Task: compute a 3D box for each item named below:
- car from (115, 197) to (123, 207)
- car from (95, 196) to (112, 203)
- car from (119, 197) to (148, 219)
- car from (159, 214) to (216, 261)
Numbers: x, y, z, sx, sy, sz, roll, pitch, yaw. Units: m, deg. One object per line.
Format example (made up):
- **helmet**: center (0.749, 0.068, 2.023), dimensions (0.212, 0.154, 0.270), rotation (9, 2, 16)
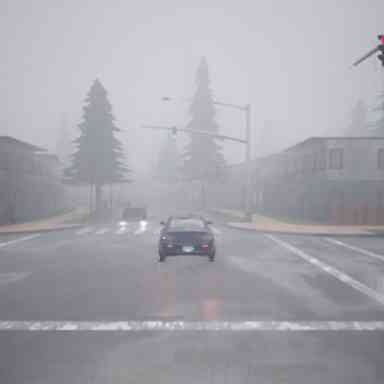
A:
- **car**: center (-9.891, 1.469, 48.286), dimensions (1.837, 1.490, 4.892), rotation (0, 0, -23)
- **car**: center (-17.724, 1.527, 66.643), dimensions (1.994, 1.385, 4.181), rotation (0, 0, -42)
- **car**: center (-4.807, 1.442, 28.578), dimensions (1.882, 1.535, 5.008), rotation (0, 0, -6)
- **car**: center (-0.218, 1.509, 12.138), dimensions (1.812, 1.442, 4.674), rotation (0, 0, -2)
